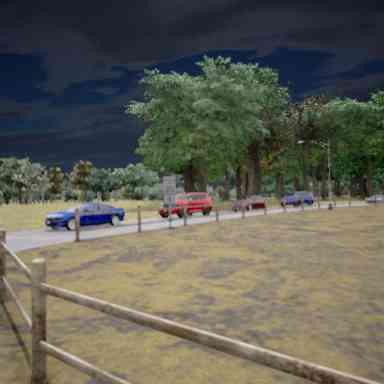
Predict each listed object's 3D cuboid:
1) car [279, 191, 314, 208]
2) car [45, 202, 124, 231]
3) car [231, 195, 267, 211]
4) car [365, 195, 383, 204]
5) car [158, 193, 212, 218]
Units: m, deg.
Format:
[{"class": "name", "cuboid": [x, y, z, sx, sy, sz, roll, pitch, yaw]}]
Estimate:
[{"class": "car", "cuboid": [13.682, 0.957, 43.266, 5.566, 2.045, 2.150, -1, -1, -41]}, {"class": "car", "cuboid": [-6.413, 1.410, 20.314, 1.882, 1.535, 5.008, -2, -1, 36]}, {"class": "car", "cuboid": [6.247, 1.166, 36.129, 2.097, 1.767, 4.553, -2, -1, 43]}, {"class": "car", "cuboid": [28.273, 1.108, 50.075, 4.718, 1.301, 1.895, 0, -1, -30]}, {"class": "car", "cuboid": [-0.467, 1.103, 28.314, 2.150, 2.045, 5.566, -2, -1, 38]}]
